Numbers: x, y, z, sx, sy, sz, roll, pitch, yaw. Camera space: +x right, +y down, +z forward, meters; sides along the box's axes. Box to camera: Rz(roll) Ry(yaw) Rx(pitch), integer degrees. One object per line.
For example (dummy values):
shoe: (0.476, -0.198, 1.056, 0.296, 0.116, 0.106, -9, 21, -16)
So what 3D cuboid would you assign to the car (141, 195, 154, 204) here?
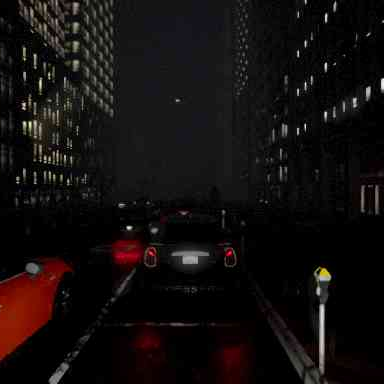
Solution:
car: (-8.845, 1.426, 66.141, 1.967, 1.590, 4.097, -1, 0, 0)

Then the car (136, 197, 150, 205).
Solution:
car: (-8.843, 1.570, 60.458, 1.802, 1.307, 4.206, -1, 0, 0)

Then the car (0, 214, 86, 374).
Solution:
car: (-3.146, 1.351, 4.180, 2.097, 1.767, 4.553, 0, 0, 0)

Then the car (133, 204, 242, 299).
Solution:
car: (-0.033, 1.351, 8.621, 2.097, 1.767, 4.553, 0, 0, 0)

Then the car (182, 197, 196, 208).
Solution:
car: (-0.463, 1.541, 49.090, 2.008, 1.369, 4.403, -1, 0, 0)

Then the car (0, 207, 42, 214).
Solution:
car: (-8.843, 1.542, 14.989, 1.887, 1.381, 4.507, -1, 0, 0)

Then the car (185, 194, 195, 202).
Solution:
car: (-0.465, 1.298, 77.509, 2.192, 1.841, 5.009, -1, 0, 0)

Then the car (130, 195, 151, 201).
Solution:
car: (-6.189, 1.343, 42.758, 2.097, 1.767, 4.553, 0, 0, 1)

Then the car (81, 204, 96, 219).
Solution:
car: (-8.843, 1.577, 26.356, 1.802, 1.307, 4.206, -1, 0, 0)

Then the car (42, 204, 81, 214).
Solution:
car: (-8.844, 1.547, 20.672, 2.008, 1.369, 4.403, -1, 0, 0)

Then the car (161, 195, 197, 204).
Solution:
car: (-0.465, 1.311, 20.672, 2.192, 1.841, 5.009, -1, 0, 0)

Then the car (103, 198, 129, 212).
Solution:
car: (-8.844, 1.544, 37.723, 2.008, 1.369, 4.403, -1, 0, 0)

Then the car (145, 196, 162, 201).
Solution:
car: (-3.099, 1.486, 33.880, 2.128, 1.511, 4.902, 0, 0, 0)

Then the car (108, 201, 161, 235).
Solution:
car: (-3.099, 1.503, 18.931, 1.837, 1.490, 4.892, 0, 0, 0)

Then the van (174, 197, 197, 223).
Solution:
van: (-0.465, 1.336, 26.356, 1.690, 1.788, 3.998, -1, 0, 0)

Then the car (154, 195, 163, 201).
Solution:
car: (-8.844, 1.545, 88.876, 1.947, 1.339, 4.313, -1, 0, 0)
